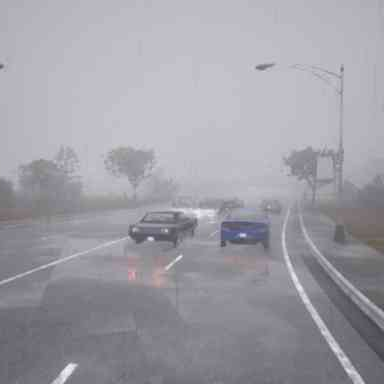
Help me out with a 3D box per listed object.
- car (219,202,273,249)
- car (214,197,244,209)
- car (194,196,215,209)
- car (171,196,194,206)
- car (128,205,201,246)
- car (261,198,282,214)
[{"bbox_3d":[2.451,1.421,14.574,1.882,1.535,5.008,1,0,14],"label":"car"},{"bbox_3d":[3.828,1.246,31.887,1.837,1.490,4.892,1,1,17],"label":"car"},{"bbox_3d":[2.123,1.189,38.910,1.895,1.301,4.718,1,1,17],"label":"car"},{"bbox_3d":[-0.984,1.130,40.701,1.895,1.301,4.718,1,1,17],"label":"car"},{"bbox_3d":[-1.072,1.507,15.023,1.895,1.301,4.718,1,0,14],"label":"car"},{"bbox_3d":[7.719,1.319,32.630,1.994,1.385,4.181,1,1,17],"label":"car"}]
